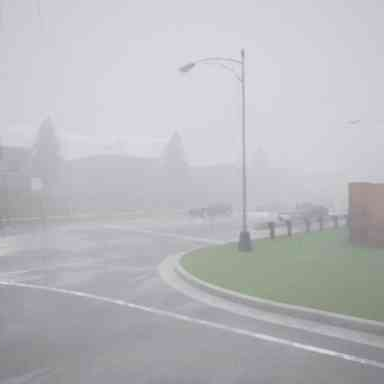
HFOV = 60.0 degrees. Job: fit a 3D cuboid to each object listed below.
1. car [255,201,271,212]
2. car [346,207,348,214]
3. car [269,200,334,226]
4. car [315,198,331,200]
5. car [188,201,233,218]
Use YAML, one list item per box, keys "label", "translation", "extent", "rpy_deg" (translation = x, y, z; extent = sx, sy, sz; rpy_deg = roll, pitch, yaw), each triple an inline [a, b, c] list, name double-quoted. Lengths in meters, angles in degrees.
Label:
- label: "car"
  translation: [9.274, 1.701, 38.953]
  extent: [4.181, 1.385, 1.994]
  rpy_deg: [0, 0, -41]
- label: "car"
  translation: [16.285, 1.620, 31.140]
  extent: [4.718, 1.301, 1.895]
  rpy_deg: [0, 0, -41]
- label: "car"
  translation: [8.034, 1.551, 23.869]
  extent: [4.902, 1.511, 2.128]
  rpy_deg: [0, 0, -41]
- label: "car"
  translation: [18.230, 1.598, 46.824]
  extent: [4.892, 1.490, 1.837]
  rpy_deg: [0, 0, -41]
- label: "car"
  translation: [1.817, 1.652, 32.387]
  extent: [5.008, 1.535, 1.882]
  rpy_deg: [0, 0, -41]
